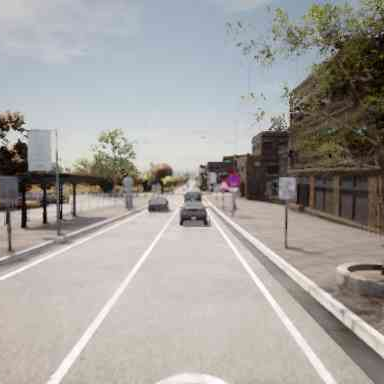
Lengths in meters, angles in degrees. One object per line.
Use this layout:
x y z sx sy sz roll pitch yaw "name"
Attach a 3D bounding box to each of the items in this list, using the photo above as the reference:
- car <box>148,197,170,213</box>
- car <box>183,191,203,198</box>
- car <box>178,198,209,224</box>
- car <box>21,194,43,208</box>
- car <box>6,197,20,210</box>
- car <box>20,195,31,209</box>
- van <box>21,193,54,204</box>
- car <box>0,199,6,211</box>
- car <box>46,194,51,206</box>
-3.336 1.270 33.938 1.882 1.535 5.008 0 1 0 "car"
0.112 0.920 40.541 2.150 2.045 5.566 0 1 0 "car"
0.106 1.400 23.523 1.837 1.490 4.892 0 1 0 "car"
-21.919 1.319 41.850 5.366 1.575 1.946 0 0 0 "car"
-22.093 1.343 36.301 4.892 1.521 2.231 0 0 0 "car"
-22.131 1.361 39.076 4.792 1.488 2.163 0 0 0 "car"
-21.994 1.077 47.400 4.442 1.987 1.878 0 0 0 "van"
-22.102 1.352 33.526 5.008 1.535 2.097 0 0 0 "car"
-22.138 1.342 44.628 4.792 1.488 2.163 0 0 0 "car"
